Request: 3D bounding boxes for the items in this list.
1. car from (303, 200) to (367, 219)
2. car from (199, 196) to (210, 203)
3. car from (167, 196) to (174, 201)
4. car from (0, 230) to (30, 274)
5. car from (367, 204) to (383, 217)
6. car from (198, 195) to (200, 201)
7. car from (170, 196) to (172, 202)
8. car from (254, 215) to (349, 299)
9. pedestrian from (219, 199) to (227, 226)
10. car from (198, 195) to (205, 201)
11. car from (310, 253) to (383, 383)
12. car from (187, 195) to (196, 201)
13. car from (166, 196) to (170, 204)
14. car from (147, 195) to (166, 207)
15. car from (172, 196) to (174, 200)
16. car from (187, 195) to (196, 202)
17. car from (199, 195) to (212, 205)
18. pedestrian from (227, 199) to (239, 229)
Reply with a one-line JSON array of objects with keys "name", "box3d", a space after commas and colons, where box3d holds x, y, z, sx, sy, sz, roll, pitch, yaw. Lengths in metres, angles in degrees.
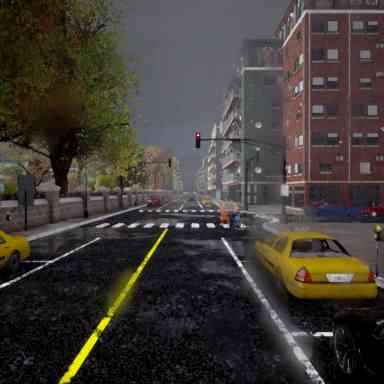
[{"name": "car", "box3d": [13.689, 1.823, 32.577, 5.357, 1.411, 2.033, 1, 0, 0]}, {"name": "car", "box3d": [2.599, 1.586, 68.352, 2.008, 1.369, 4.403, 0, 0, 0]}, {"name": "car", "box3d": [-5.809, 1.642, 90.481, 1.802, 1.307, 4.206, 0, 0, 0]}, {"name": "car", "box3d": [-5.703, 1.526, 7.998, 1.752, 1.417, 4.829, 0, 0, 0]}, {"name": "car", "box3d": [20.260, 1.930, 35.210, 4.507, 1.381, 1.887, 1, -1, 0]}, {"name": "car", "box3d": [2.606, 1.575, 62.816, 1.887, 1.381, 4.507, 0, 0, 0]}, {"name": "car", "box3d": [-5.781, 1.580, 68.340, 1.887, 1.381, 4.507, 0, 0, 0]}, {"name": "car", "box3d": [2.677, 1.526, 8.350, 1.752, 1.417, 4.829, 0, 0, 0]}, {"name": "pedestrian", "box3d": [2.052, 1.298, 21.564, 0.375, 1.860, 0.375, 0, 0, 0]}, {"name": "car", "box3d": [2.571, 1.605, 90.492, 1.887, 1.381, 4.507, 0, 0, 0]}, {"name": "car", "box3d": [2.685, 1.566, 2.549, 1.947, 1.339, 4.313, 0, 0, 0]}, {"name": "car", "box3d": [-0.112, 1.494, 87.479, 2.128, 1.511, 4.902, 0, 0, 0]}, {"name": "car", "box3d": [-5.775, 1.470, 62.805, 1.967, 1.590, 4.097, 0, 0, 0]}, {"name": "car", "box3d": [-5.761, 1.334, 51.735, 2.192, 1.841, 5.009, 0, 0, 0]}, {"name": "car", "box3d": [-5.795, 1.629, 79.410, 1.802, 1.307, 4.206, 0, 0, 0]}, {"name": "car", "box3d": [-0.098, 1.592, 77.468, 1.994, 1.385, 4.181, 0, 0, 0]}, {"name": "car", "box3d": [2.613, 1.550, 57.451, 1.752, 1.417, 4.829, 0, 0, 0]}, {"name": "pedestrian", "box3d": [2.503, 1.297, 20.365, 0.375, 1.860, 0.375, 0, 0, 0]}]
